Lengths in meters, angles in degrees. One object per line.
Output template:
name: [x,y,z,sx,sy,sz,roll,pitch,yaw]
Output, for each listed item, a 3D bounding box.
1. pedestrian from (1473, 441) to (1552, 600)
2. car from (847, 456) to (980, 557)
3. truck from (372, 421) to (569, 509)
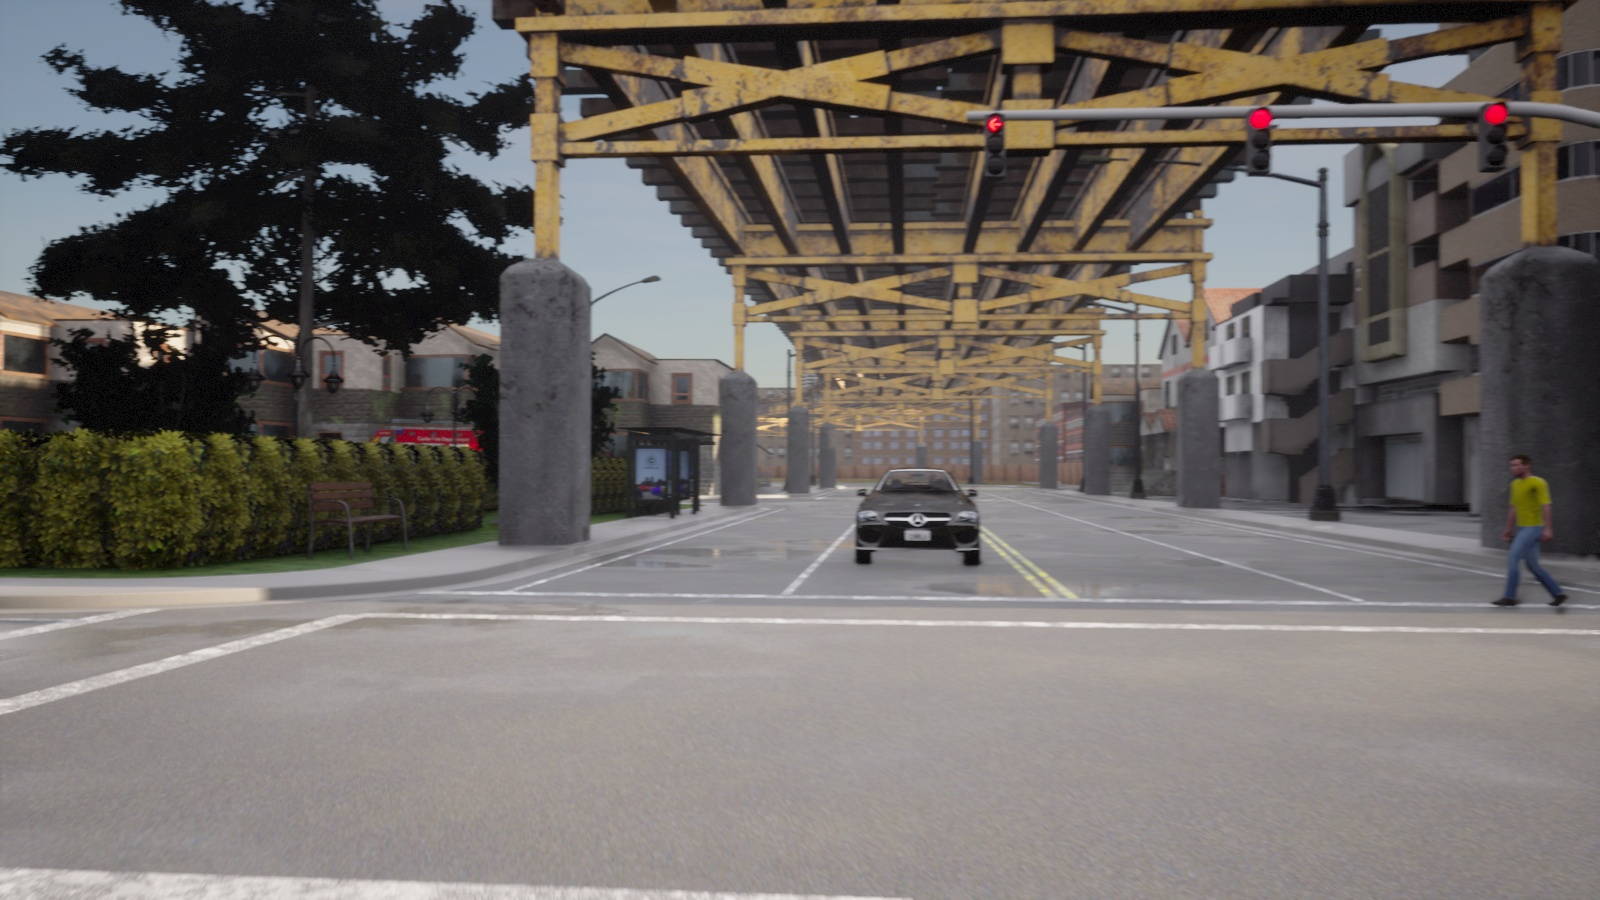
pedestrian: [8.368,0.821,14.762,0.706,1.836,0.354,0,-1,4]
car: [2.064,0.970,23.089,2.152,1.651,5.027,0,-1,5]
truck: [-15.170,0.705,58.316,8.468,3.827,2.891,1,-1,-41]
